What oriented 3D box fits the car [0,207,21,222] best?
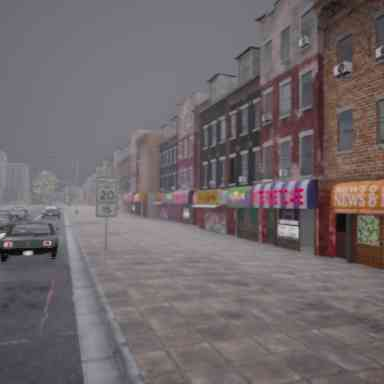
[{"bbox_3d":[-13.029,1.937,22.388,1.994,1.385,4.181,1,-1,-21],"label":"car"}]

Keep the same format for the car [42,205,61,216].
[{"bbox_3d":[-15.972,2.216,37.870,1.812,1.442,4.674,1,-1,-21],"label":"car"}]

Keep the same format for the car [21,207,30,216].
[{"bbox_3d":[-16.599,2.103,31.571,1.994,1.385,4.181,1,-1,-21],"label":"car"}]

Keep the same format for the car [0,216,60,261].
[{"bbox_3d":[-6.418,1.850,13.489,1.895,1.301,4.718,1,-1,-21],"label":"car"}]
